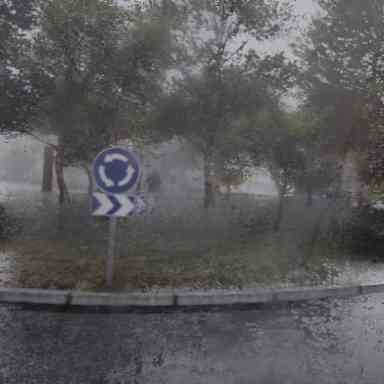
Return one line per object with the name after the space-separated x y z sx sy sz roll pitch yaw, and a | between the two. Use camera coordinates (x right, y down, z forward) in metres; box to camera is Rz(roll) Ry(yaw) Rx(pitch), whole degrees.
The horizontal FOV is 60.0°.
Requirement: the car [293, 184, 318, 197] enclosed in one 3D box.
17.554 -0.081 48.074 2.150 2.045 5.566 3 2 -44 | car

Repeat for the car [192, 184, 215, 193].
2.435 -0.664 78.054 4.892 1.521 2.231 3 0 -2 | car

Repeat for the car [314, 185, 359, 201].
18.431 0.339 41.753 2.128 1.511 4.902 3 1 -32 | car

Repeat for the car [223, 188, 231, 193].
7.170 -0.717 92.162 5.566 2.045 2.435 3 0 -1 | car

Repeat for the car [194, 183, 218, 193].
3.334 -0.875 80.878 5.566 2.045 2.435 3 0 -2 | car
